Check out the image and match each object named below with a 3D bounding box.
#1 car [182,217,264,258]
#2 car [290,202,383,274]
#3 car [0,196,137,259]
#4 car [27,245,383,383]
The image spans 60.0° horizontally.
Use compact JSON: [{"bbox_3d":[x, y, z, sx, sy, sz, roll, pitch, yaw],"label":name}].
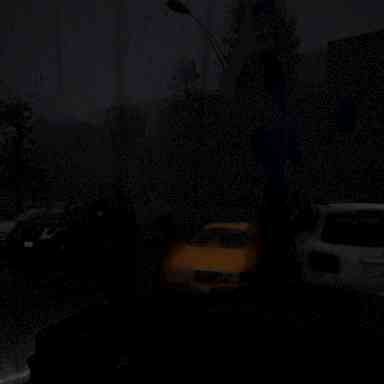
[{"bbox_3d":[0.869,1.472,8.652,1.946,1.575,5.366,1,0,15],"label":"car"},{"bbox_3d":[3.369,1.235,7.115,2.435,2.045,5.566,0,-1,15],"label":"car"},{"bbox_3d":[-3.971,1.197,12.289,2.435,2.045,5.566,1,0,16],"label":"car"},{"bbox_3d":[0.820,1.547,2.792,5.357,1.411,2.033,0,0,36],"label":"car"}]
